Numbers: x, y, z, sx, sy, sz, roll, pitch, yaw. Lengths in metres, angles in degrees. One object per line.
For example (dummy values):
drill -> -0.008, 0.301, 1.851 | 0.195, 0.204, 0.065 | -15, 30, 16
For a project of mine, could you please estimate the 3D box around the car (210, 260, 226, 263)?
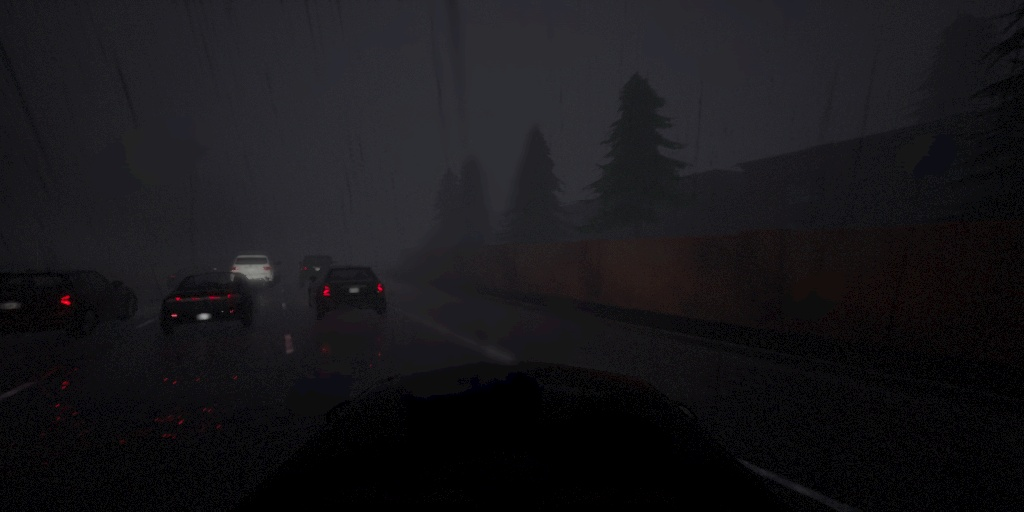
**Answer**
car -> -35.833, 1.237, 43.681 | 1.882, 1.535, 5.008 | 0, 0, -14

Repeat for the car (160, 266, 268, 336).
car -> -8.743, 1.249, 10.707 | 2.128, 1.511, 4.902 | 0, 0, -33

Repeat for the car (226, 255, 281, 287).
car -> -16.837, 0.970, 23.801 | 2.150, 2.045, 5.566 | 0, 1, -29

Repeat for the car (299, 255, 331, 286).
car -> -13.878, 0.952, 25.688 | 2.150, 2.045, 5.566 | -1, 1, -28

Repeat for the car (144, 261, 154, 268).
car -> -42.379, 1.286, 41.095 | 2.128, 1.511, 4.902 | 0, 0, -14

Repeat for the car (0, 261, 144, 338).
car -> -12.300, 1.125, 9.767 | 2.097, 1.767, 4.553 | 0, 0, -33

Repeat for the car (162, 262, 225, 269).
car -> -20.509, 1.327, 23.347 | 1.994, 1.385, 4.181 | 0, 0, -27

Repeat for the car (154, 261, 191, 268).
car -> -39.292, 1.324, 42.781 | 2.033, 1.411, 5.357 | 0, 0, -14

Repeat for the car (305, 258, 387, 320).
car -> -6.107, 1.091, 13.079 | 2.097, 1.767, 4.553 | 0, 0, -33
